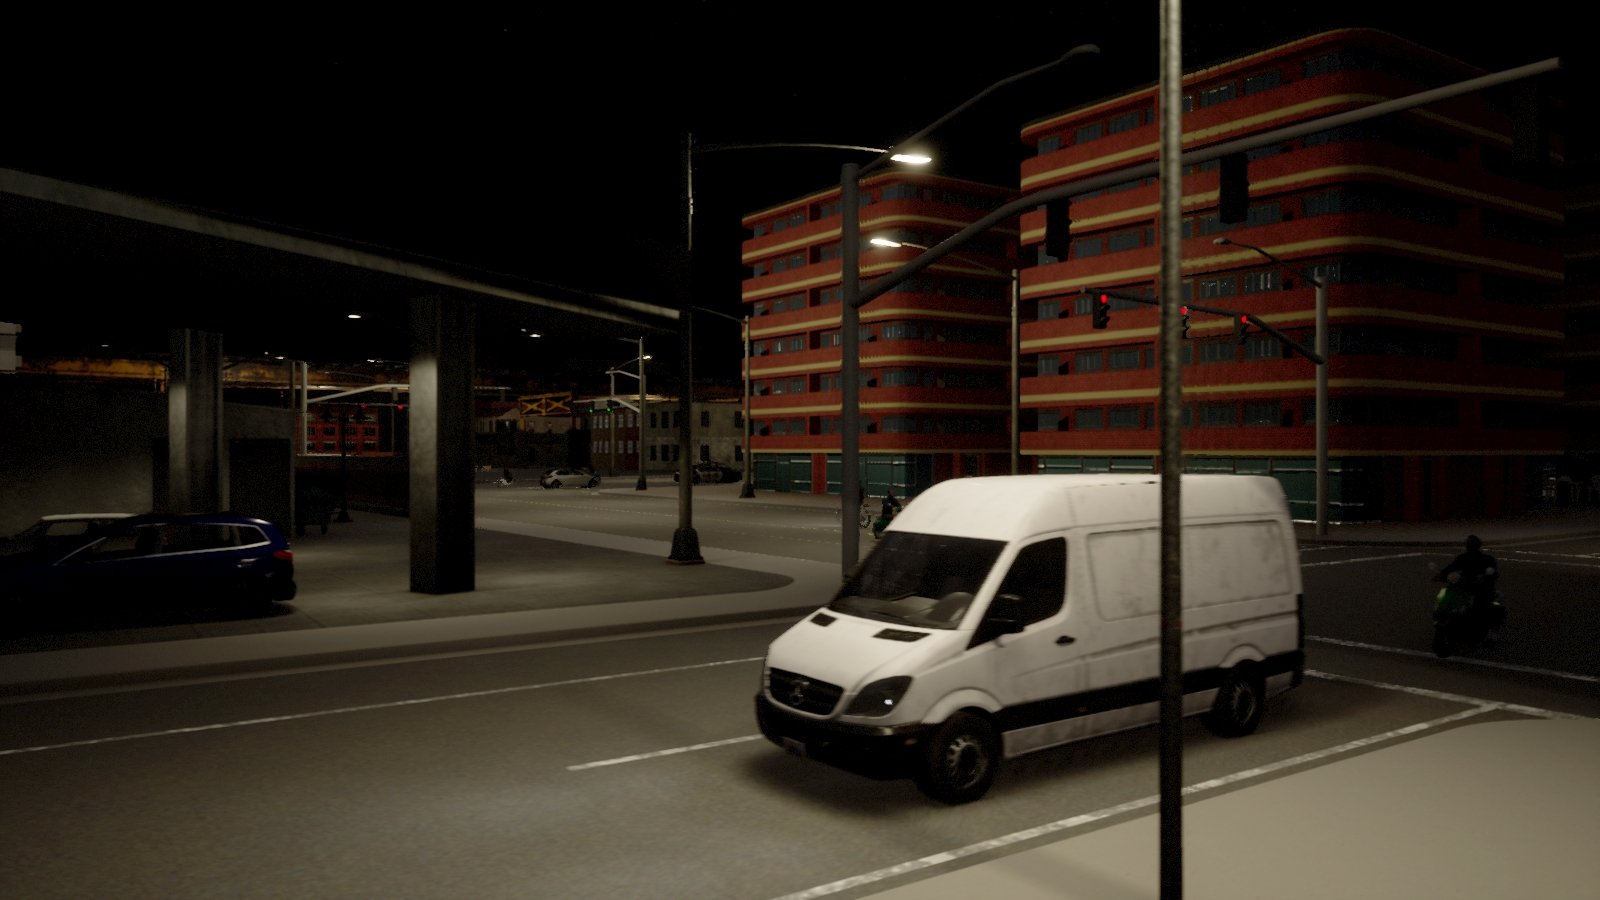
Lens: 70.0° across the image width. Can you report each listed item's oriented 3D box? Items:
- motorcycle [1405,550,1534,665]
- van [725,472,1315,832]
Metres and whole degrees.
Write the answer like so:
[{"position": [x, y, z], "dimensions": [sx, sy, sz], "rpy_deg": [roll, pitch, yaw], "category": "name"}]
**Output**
[{"position": [9.240, 2.131, 15.749], "dimensions": [1.805, 1.341, 0.856], "rpy_deg": [0, 0, -35], "category": "motorcycle"}, {"position": [2.333, 1.535, 10.931], "dimensions": [5.915, 2.561, 1.988], "rpy_deg": [0, 0, -35], "category": "van"}]
